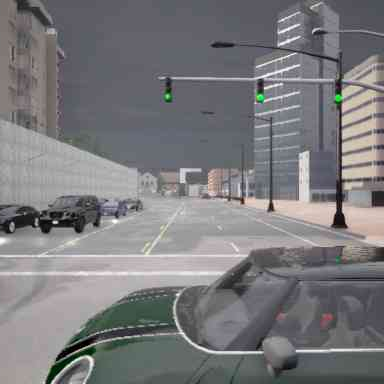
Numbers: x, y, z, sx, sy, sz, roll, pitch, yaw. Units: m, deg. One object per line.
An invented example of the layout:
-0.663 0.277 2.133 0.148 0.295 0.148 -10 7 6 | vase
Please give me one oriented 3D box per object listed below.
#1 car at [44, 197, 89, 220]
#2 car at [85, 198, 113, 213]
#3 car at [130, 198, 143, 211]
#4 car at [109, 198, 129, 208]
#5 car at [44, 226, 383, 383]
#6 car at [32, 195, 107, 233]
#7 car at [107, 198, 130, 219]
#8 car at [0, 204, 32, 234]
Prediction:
-10.617 1.352 28.491 2.097 1.767 4.553 0 0 0 | car
-10.617 1.505 38.309 1.837 1.490 4.892 0 0 0 | car
-7.115 1.491 40.039 2.128 1.511 4.902 0 0 0 | car
-10.586 1.601 48.369 1.895 1.301 4.718 0 0 0 | car
0.999 1.349 3.142 4.553 1.767 2.097 0 0 0 | car
-7.109 1.221 20.056 2.150 2.045 5.566 0 0 0 | car
-7.117 1.526 29.696 1.812 1.442 4.674 0 0 0 | car
-10.612 1.505 19.423 1.837 1.490 4.892 0 0 0 | car
